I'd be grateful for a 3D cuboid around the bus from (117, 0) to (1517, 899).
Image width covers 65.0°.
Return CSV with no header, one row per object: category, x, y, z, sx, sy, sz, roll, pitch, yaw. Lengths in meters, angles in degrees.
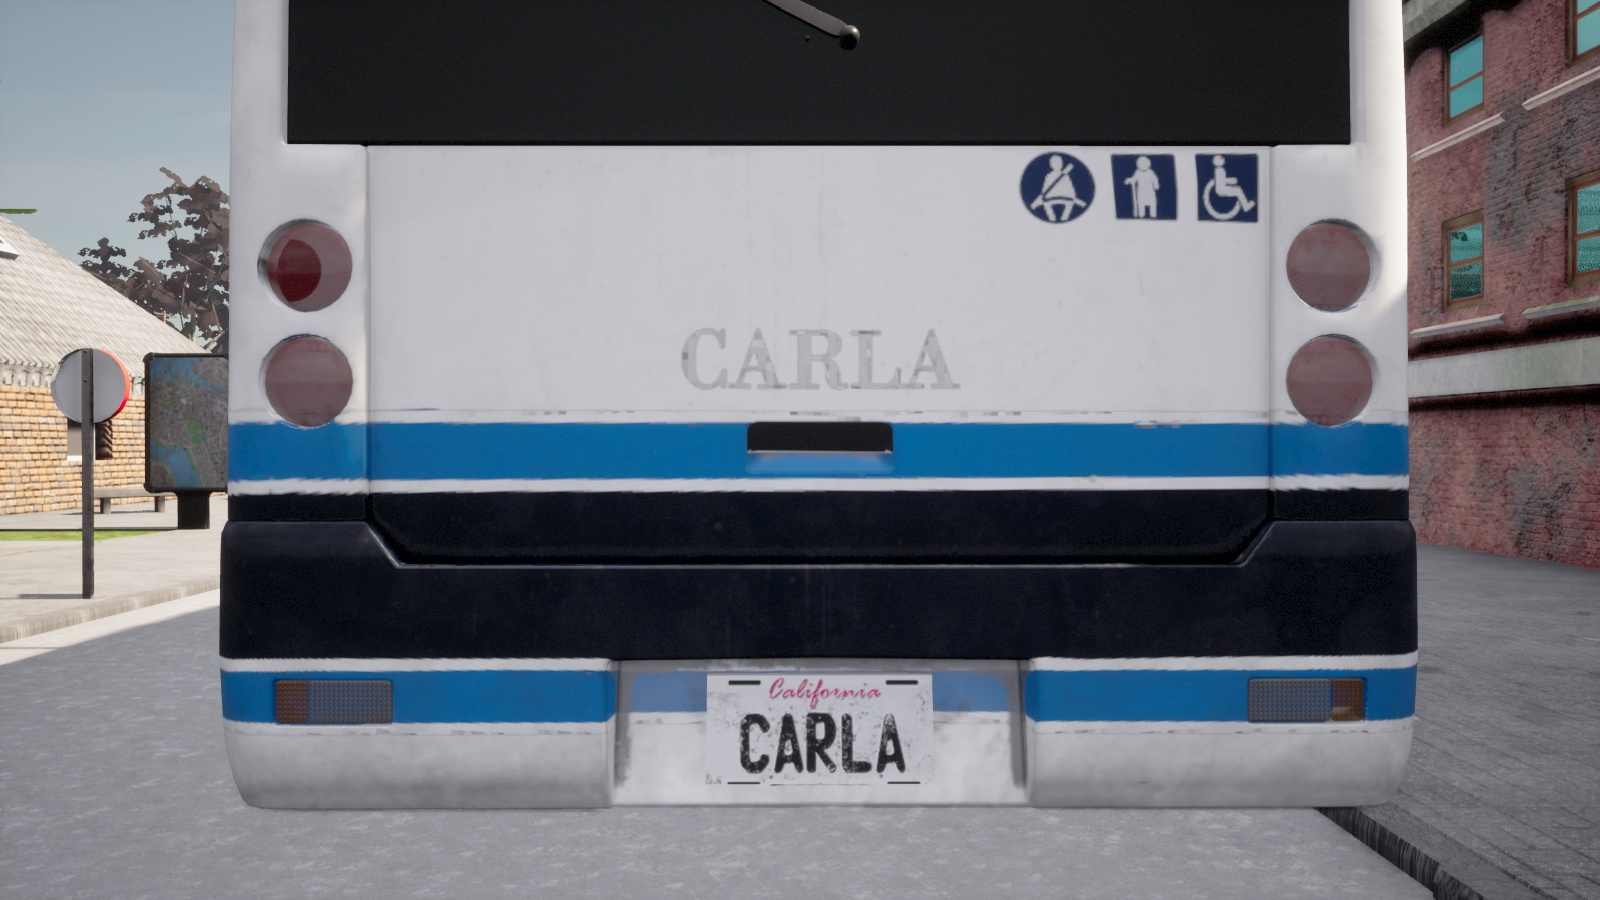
bus,0.025,-0.679,8.677,3.944,4.253,10.273,0,0,0
